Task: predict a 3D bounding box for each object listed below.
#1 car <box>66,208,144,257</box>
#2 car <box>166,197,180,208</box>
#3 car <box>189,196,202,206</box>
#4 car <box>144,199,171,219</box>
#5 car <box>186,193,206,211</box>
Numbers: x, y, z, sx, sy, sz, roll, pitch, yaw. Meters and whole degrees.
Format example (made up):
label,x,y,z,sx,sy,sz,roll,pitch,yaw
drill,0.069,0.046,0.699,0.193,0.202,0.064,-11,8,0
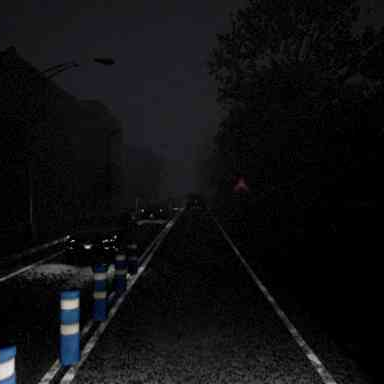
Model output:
label,x,y,z,sx,sy,sz,roll,pitch,yaw
car,-3.282,1.484,12.960,1.837,1.490,4.892,0,0,0
car,-2.779,1.420,45.573,1.837,1.490,4.892,0,0,1
car,0.544,1.374,51.778,2.033,1.411,5.357,0,0,1
car,-3.112,1.531,28.074,1.895,1.301,4.718,0,0,1
car,0.481,1.112,38.697,2.150,2.045,5.566,0,0,1
